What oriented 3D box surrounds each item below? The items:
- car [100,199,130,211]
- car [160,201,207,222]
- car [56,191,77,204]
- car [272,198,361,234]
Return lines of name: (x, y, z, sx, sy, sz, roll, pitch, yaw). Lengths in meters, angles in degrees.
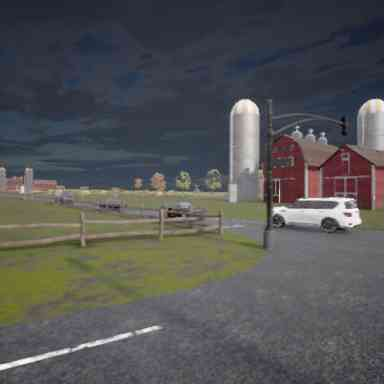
car: (-8.833, 1.482, 38.135, 1.895, 1.301, 4.718, 0, 0, -36)
car: (-0.744, 1.489, 26.914, 1.882, 1.535, 5.008, 0, 0, -36)
car: (-20.707, 0.928, 54.772, 2.150, 2.045, 5.566, 0, 0, -36)
car: (7.472, 1.369, 20.824, 5.566, 2.045, 2.150, 1, 2, 43)
